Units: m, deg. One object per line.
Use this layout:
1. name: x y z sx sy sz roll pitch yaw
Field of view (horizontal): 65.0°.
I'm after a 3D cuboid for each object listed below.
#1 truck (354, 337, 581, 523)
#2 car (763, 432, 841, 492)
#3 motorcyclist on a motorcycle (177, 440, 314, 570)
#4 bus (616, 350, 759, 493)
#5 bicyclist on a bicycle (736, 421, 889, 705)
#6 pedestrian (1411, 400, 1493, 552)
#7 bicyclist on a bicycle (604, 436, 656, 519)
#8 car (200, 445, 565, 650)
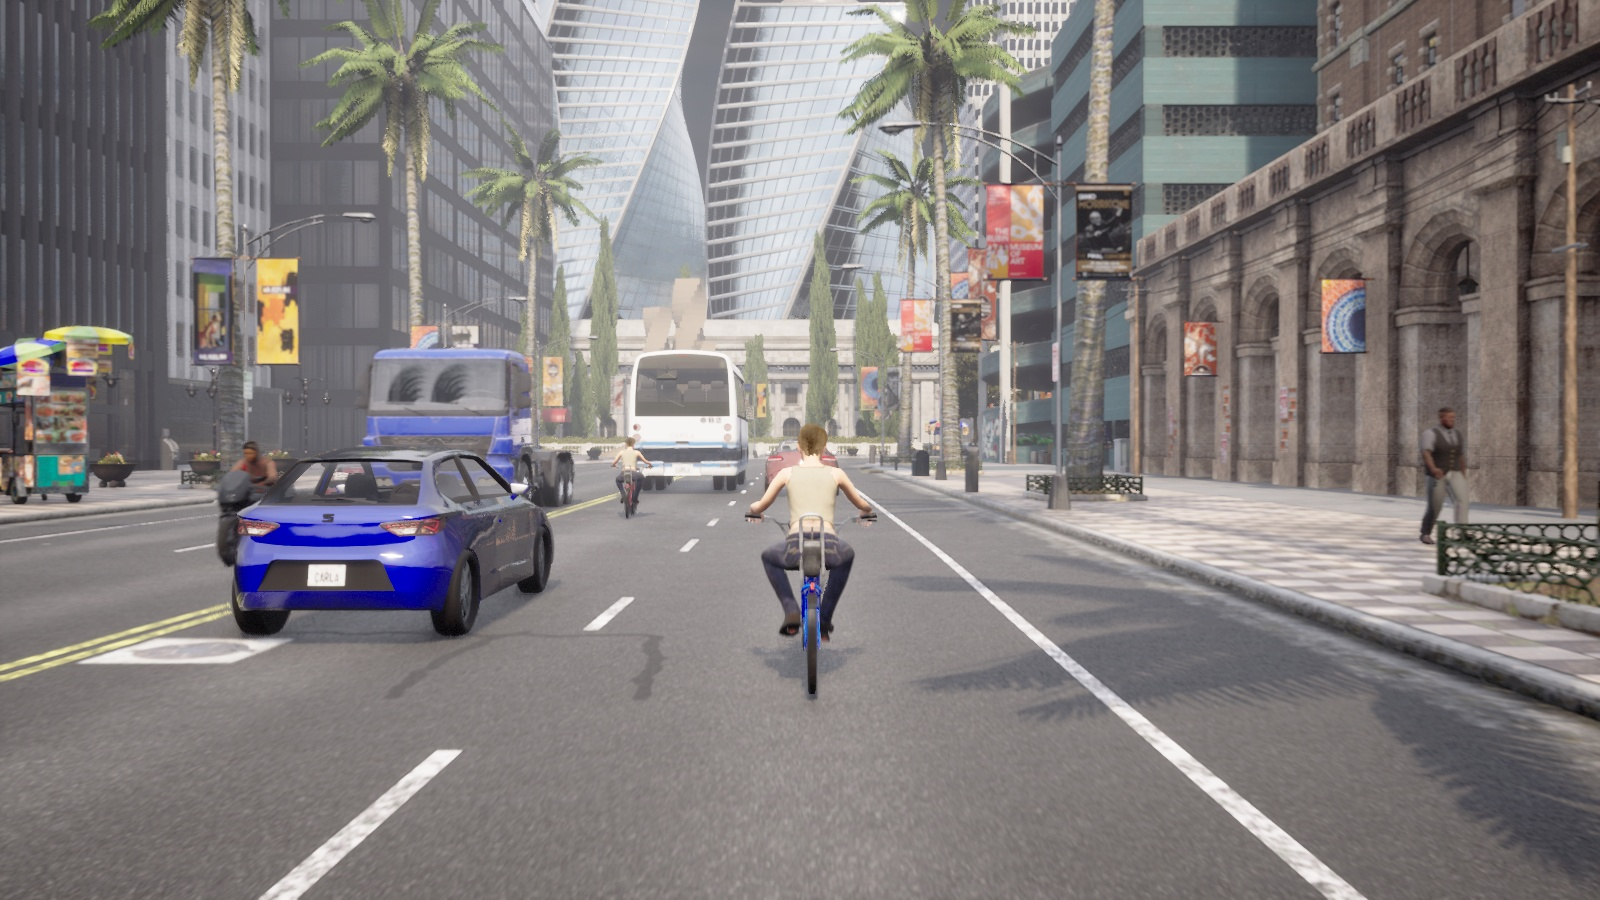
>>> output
1. truck: -6.909 -0.395 27.461 2.891 3.462 7.936 0 0 0
2. car: 0.038 0.316 37.134 2.152 1.651 5.027 0 0 0
3. motorcyclist on a motorcycle: -6.877 0.635 15.701 0.797 1.523 2.044 0 0 0
4. bus: -3.489 -0.870 42.298 3.944 4.253 10.273 0 0 0
5. bicyclist on a bicycle: 0.070 0.639 7.891 0.866 1.612 1.509 0 0 0
6. pedestrian: 8.255 0.320 15.929 0.563 1.883 0.849 0 0 -3
7. bicyclist on a bicycle: -3.394 0.539 25.189 0.866 1.612 1.509 0 0 -1
8. car: -3.410 0.695 11.167 1.816 1.474 4.193 0 0 0
